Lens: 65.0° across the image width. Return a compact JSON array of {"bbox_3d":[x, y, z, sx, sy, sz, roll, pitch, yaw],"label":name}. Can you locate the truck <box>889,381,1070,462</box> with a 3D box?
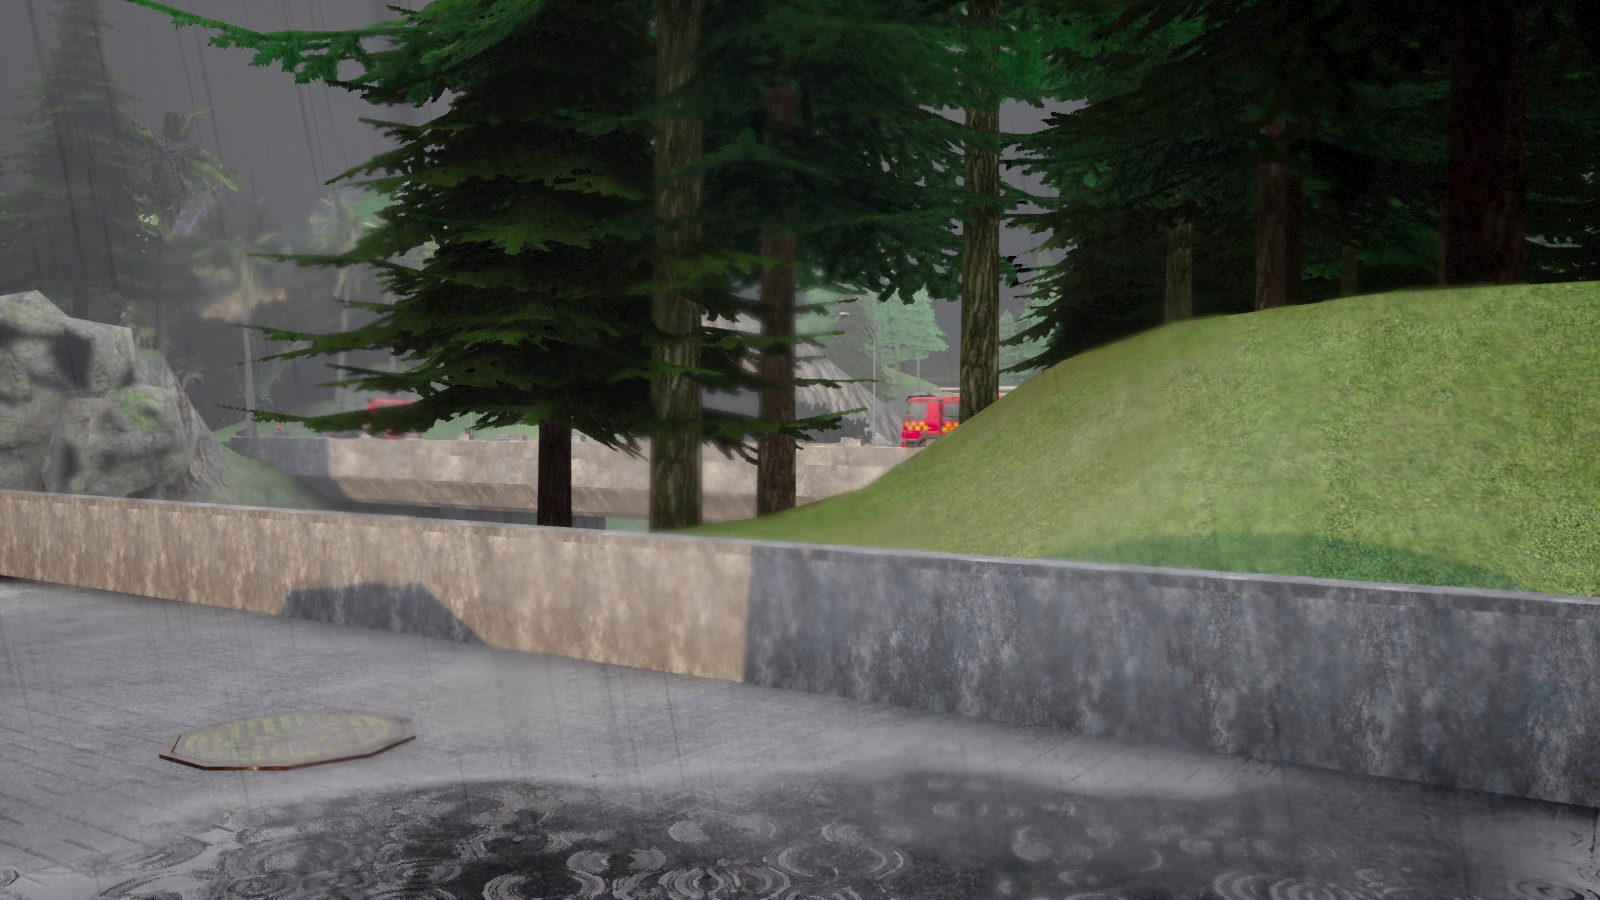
[{"bbox_3d":[8.856,-1.368,62.565,8.468,3.827,2.891,0,1,34],"label":"truck"}]

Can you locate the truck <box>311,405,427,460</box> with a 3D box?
[{"bbox_3d":[-28.314,-1.119,82.399,7.936,3.462,2.891,0,1,34],"label":"truck"}]
